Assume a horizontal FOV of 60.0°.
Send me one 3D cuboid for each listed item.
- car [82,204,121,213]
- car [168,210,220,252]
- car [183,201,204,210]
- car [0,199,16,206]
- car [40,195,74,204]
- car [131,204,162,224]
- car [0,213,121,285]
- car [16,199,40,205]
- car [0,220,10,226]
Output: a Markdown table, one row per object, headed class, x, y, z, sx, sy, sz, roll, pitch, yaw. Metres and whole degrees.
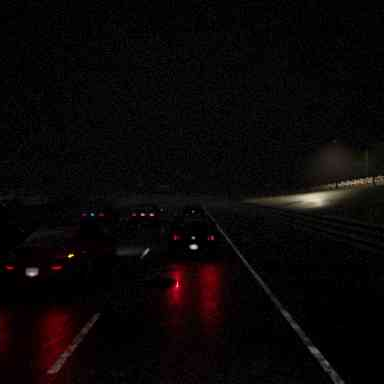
| class | x | y | z | sx | sy | sz | roll | pitch | yaw |
| --- | --- | --- | --- | --- | --- | --- | --- | --- | --- |
| car | -6.915 | 1.645 | 25.695 | 2.033 | 1.411 | 5.357 | 0 | 0 | 1 |
| car | 0.078 | 1.655 | 13.995 | 1.895 | 1.301 | 4.718 | 0 | 0 | 0 |
| car | 0.131 | 1.600 | 32.372 | 1.882 | 1.535 | 5.008 | 0 | 0 | 0 |
| car | -24.510 | 1.646 | 44.267 | 1.882 | 1.535 | 5.008 | 0 | 0 | 0 |
| car | -17.516 | 1.389 | 44.224 | 2.150 | 2.045 | 5.566 | 0 | 0 | 0 |
| car | -3.415 | 1.645 | 25.682 | 2.033 | 1.411 | 5.357 | 0 | 0 | 1 |
| car | -3.449 | 1.563 | 9.497 | 1.812 | 1.442 | 4.674 | 0 | 0 | 0 |
| car | -21.013 | 1.694 | 44.297 | 1.812 | 1.442 | 4.674 | 0 | 0 | 0 |
| car | -6.938 | 1.589 | 10.779 | 2.033 | 1.411 | 5.357 | 0 | 0 | 0 |
